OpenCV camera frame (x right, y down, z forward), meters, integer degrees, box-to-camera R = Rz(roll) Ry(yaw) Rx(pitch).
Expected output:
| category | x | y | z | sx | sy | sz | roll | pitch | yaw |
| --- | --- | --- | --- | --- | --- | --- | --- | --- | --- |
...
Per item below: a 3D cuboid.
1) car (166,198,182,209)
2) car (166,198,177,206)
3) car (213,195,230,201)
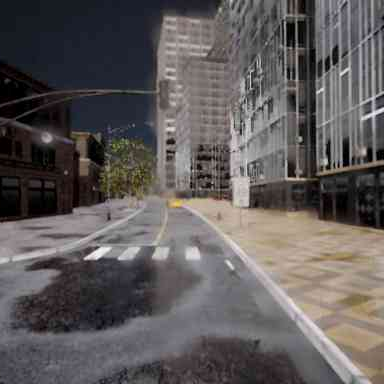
| category | x | y | z | sx | sy | sz | roll | pitch | yaw |
| --- | --- | --- | --- | --- | --- | --- | --- | --- | --- |
| car | -2.546 | 1.714 | 50.483 | 1.882 | 1.535 | 5.008 | 0 | 0 | -6 |
| car | -3.762 | 1.807 | 60.651 | 1.812 | 1.442 | 4.674 | 0 | 0 | -7 |
| car | 8.223 | 1.621 | 91.002 | 5.009 | 1.841 | 2.192 | 0 | -1 | 11 |
